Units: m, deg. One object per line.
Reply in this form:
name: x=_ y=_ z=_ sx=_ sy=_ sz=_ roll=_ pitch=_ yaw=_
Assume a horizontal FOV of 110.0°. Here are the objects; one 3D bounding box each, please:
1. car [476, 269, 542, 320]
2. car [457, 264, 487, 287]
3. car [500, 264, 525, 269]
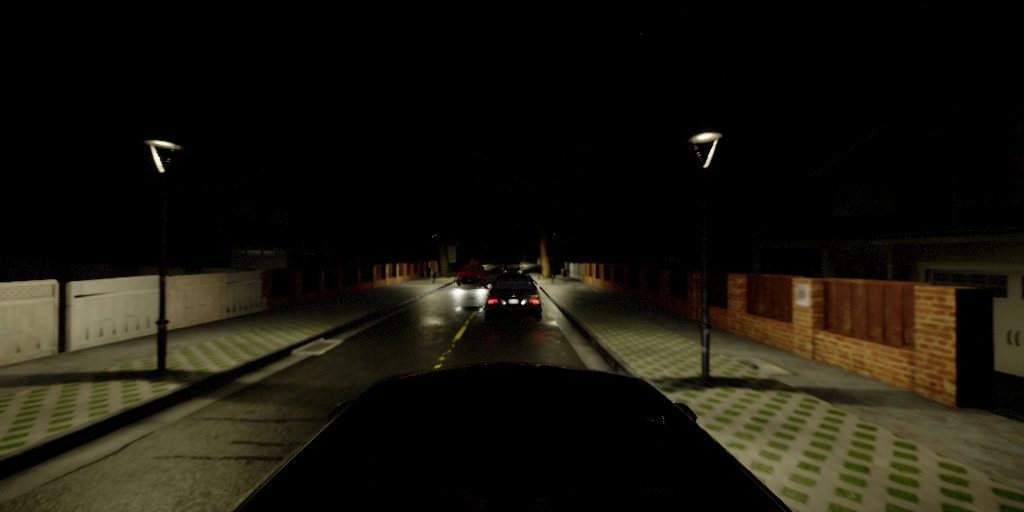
car: x=0.060 y=1.383 z=12.947 sx=2.033 sy=1.411 sz=5.357 roll=0 pitch=0 yaw=0
car: x=-2.856 y=1.380 z=26.399 sx=1.882 sy=1.535 sz=5.008 roll=0 pitch=0 yaw=0
car: x=0.056 y=1.407 z=29.778 sx=2.128 sy=1.511 sz=4.902 roll=0 pitch=0 yaw=0
